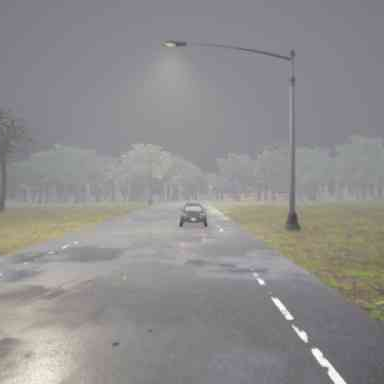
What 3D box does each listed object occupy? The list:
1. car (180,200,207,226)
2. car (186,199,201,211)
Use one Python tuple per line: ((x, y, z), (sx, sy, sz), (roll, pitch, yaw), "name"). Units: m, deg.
((0.098, 1.573, 23.579), (1.812, 1.442, 4.674), (0, 0, 0), "car")
((0.184, 1.689, 44.192), (1.895, 1.301, 4.718), (0, 0, 1), "car")
